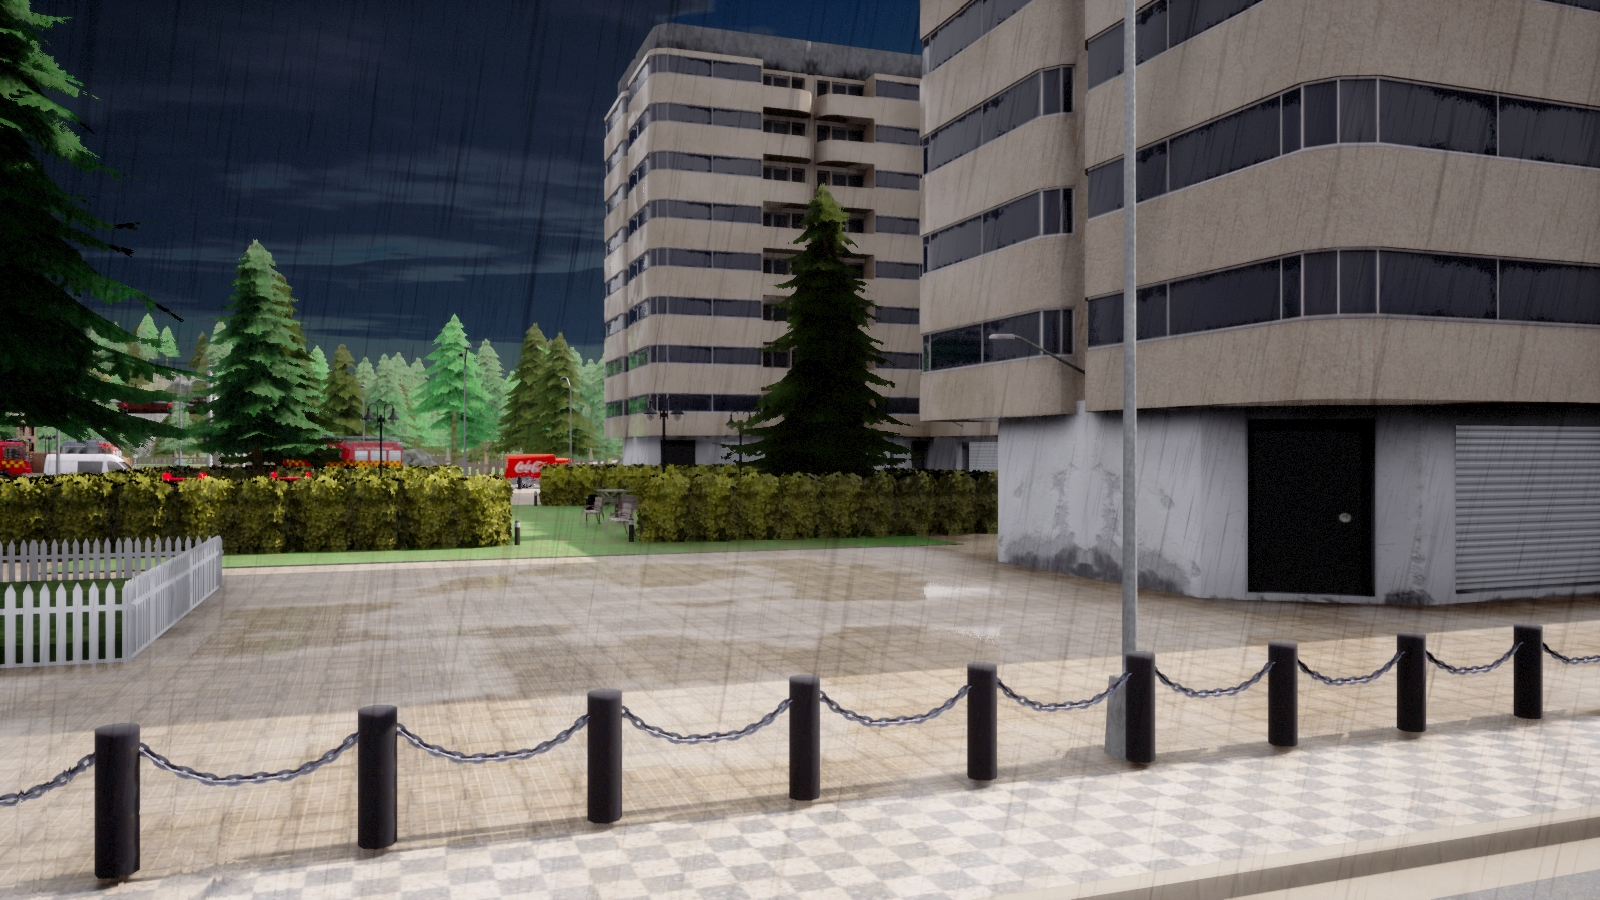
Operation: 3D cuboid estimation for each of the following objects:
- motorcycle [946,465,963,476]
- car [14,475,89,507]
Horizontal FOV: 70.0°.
[{"bbox_3d":[16.084,2.131,119.009,0.803,1.199,2.033,0,0,-20],"label":"motorcycle"},{"bbox_3d":[-38.243,2.063,58.523,2.163,1.488,4.792,0,0,-20],"label":"car"}]
